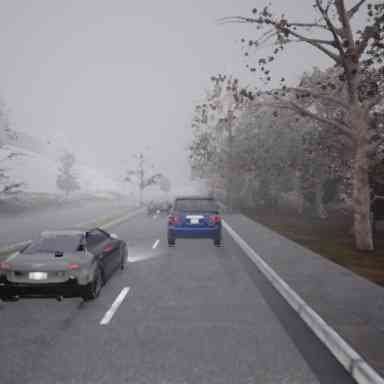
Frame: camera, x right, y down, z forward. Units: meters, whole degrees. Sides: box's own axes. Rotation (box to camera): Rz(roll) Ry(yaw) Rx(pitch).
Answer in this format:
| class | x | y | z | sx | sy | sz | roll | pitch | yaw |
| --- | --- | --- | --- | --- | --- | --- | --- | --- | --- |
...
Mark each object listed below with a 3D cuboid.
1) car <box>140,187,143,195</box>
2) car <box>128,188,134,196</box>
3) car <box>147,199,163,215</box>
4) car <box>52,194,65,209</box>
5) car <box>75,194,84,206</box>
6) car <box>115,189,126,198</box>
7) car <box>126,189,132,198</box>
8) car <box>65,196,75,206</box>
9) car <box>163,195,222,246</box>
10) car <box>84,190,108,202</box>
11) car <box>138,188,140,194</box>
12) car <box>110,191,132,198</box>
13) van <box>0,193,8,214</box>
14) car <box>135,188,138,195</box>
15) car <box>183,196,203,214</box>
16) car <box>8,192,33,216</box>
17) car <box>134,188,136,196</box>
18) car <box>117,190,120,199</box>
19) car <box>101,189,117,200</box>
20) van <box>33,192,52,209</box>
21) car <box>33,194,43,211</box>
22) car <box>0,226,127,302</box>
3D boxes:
| class | x | y | z | sx | sy | sz | roll | pitch | yaw |
| --- | --- | --- | --- | --- | --- | --- | --- | --- | --- |
| car | -16.838 | 0.188 | 90.901 | 5.008 | 1.535 | 2.097 | -1 | 2 | -20 |
| car | -16.879 | 0.323 | 75.876 | 5.566 | 2.045 | 2.435 | -1 | 1 | -20 |
| car | -2.909 | 1.338 | 30.838 | 1.895 | 1.301 | 4.718 | 0 | 1 | 0 |
| car | -16.836 | 1.027 | 36.890 | 4.553 | 1.767 | 2.185 | -1 | 1 | -20 |
| car | -16.837 | 1.105 | 42.882 | 4.792 | 1.488 | 2.163 | -1 | 1 | -20 |
| car | -16.831 | 0.499 | 66.898 | 5.566 | 2.045 | 2.435 | -1 | 1 | -20 |
| car | -16.680 | 0.630 | 72.955 | 5.366 | 1.575 | 1.946 | -1 | 1 | -20 |
| car | -16.859 | 1.155 | 39.864 | 4.674 | 1.452 | 2.002 | -1 | 1 | -20 |
| car | 0.096 | 1.146 | 15.012 | 2.150 | 2.045 | 5.566 | 0 | 1 | 0 |
| car | -16.832 | 0.950 | 54.887 | 4.792 | 1.488 | 2.163 | -1 | 1 | -20 |
| car | -16.849 | 0.313 | 87.903 | 4.674 | 1.452 | 2.002 | -1 | 1 | -20 |
| car | -16.875 | 0.535 | 78.881 | 4.792 | 1.488 | 2.163 | -1 | 2 | -20 |
| van | -16.763 | 1.080 | 24.993 | 4.442 | 1.987 | 1.878 | -1 | 1 | -20 |
| car | -16.880 | 0.229 | 84.889 | 4.553 | 1.767 | 2.185 | -1 | 1 | -20 |
| car | 0.091 | 1.221 | 32.487 | 1.837 | 1.490 | 4.892 | 0 | 1 | 0 |
| car | -16.846 | 1.017 | 27.946 | 5.566 | 2.045 | 2.435 | -1 | 1 | -20 |
| car | -16.851 | 0.475 | 81.905 | 4.674 | 1.452 | 2.002 | -1 | 1 | -20 |
| car | -16.859 | 0.836 | 63.883 | 4.674 | 1.452 | 2.002 | -1 | 1 | -20 |
| car | -17.028 | 0.841 | 60.810 | 5.366 | 1.575 | 1.946 | -1 | 1 | -20 |
| van | -16.977 | 0.968 | 33.854 | 4.442 | 1.987 | 1.878 | -1 | 1 | -20 |
| car | -16.860 | 1.231 | 30.917 | 4.892 | 1.521 | 2.231 | -1 | 1 | -20 |
| car | -2.902 | 1.537 | 8.275 | 1.994 | 1.385 | 4.181 | 0 | 0 | 0 |
